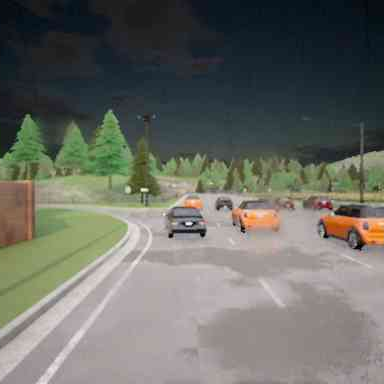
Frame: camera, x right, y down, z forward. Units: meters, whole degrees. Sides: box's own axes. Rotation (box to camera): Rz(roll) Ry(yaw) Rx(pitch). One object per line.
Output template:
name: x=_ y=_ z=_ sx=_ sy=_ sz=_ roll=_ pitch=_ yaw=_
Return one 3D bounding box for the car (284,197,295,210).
car: x=10.585 y=1.346 z=38.955 sx=1.812 sy=1.442 sz=4.674 roll=0 pitch=0 yaw=0

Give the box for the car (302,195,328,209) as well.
car: x=14.085 y=1.179 z=37.601 sx=2.097 sy=1.767 sz=4.553 roll=0 pitch=0 yaw=0

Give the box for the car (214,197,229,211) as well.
car: x=3.585 y=1.330 z=37.975 sx=1.837 sy=1.490 sz=4.892 roll=0 pitch=0 yaw=0

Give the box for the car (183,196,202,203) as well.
car: x=0.086 y=1.179 z=37.594 sx=2.097 sy=1.767 sz=4.553 roll=0 pitch=0 yaw=0

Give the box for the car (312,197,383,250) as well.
car: x=7.095 y=1.286 z=14.139 sx=2.097 sy=1.767 sz=4.553 roll=0 pitch=0 yaw=0

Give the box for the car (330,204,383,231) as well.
car: x=10.592 y=1.505 z=20.848 sx=1.895 sy=1.301 sz=4.718 roll=0 pitch=0 yaw=0

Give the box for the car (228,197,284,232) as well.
car: x=3.591 y=1.262 z=19.486 sx=2.097 sy=1.767 sz=4.553 roll=0 pitch=0 yaw=0

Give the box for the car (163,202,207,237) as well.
car: x=-0.464 y=1.467 z=17.448 sx=2.033 sy=1.411 sz=5.357 roll=0 pitch=0 yaw=-7

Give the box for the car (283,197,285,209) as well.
car: x=7.087 y=1.398 z=32.447 sx=2.033 sy=1.411 sz=5.357 roll=0 pitch=0 yaw=0
